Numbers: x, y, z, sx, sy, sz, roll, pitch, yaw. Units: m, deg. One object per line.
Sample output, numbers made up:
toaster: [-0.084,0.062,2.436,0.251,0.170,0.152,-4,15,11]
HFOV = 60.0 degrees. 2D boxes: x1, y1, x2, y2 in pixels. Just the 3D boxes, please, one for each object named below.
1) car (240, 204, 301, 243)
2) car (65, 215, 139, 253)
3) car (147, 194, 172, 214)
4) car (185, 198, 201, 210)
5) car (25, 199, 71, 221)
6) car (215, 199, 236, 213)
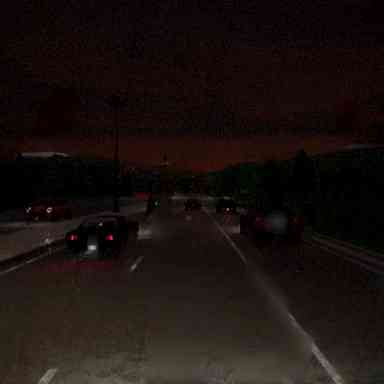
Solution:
car: [3.607,1.349,16.093,2.097,1.767,4.553,0,0,0]
car: [-3.396,1.597,13.572,1.895,1.301,4.718,0,0,0]
car: [-3.387,1.213,34.762,2.150,2.045,5.566,0,0,0]
car: [0.117,1.468,42.435,1.882,1.535,5.008,0,0,0]
car: [-11.490,1.357,26.869,2.097,1.767,4.553,0,0,0]
car: [3.614,1.497,36.106,1.837,1.490,4.892,0,0,0]
